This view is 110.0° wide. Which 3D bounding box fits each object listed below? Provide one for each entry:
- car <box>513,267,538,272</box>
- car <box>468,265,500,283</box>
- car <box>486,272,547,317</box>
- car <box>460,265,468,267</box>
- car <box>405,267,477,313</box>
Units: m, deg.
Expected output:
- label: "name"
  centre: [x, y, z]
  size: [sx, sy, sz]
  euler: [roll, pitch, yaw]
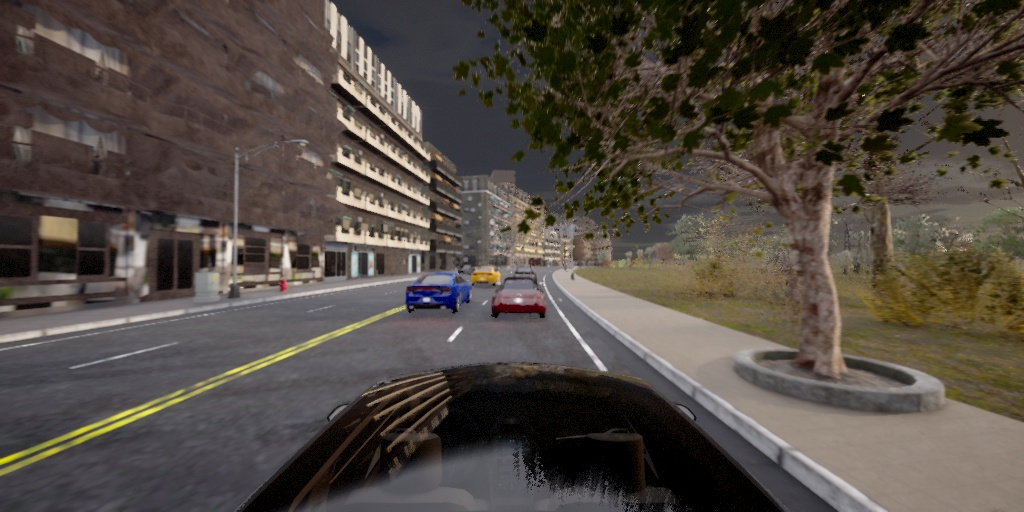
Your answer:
- label: "car"
  centre: [1.060, 1.625, 28.677]
  size: [2.128, 1.511, 4.902]
  euler: [0, -1, 5]
- label: "car"
  centre: [-2.089, 1.630, 30.047]
  size: [1.882, 1.535, 5.008]
  euler: [0, -1, 5]
- label: "car"
  centre: [0.305, 1.487, 14.083]
  size: [1.994, 1.385, 4.181]
  euler: [0, -1, 3]
- label: "car"
  centre: [-6.660, 2.004, 51.853]
  size: [1.837, 1.490, 4.892]
  euler: [0, 0, 6]
- label: "car"
  centre: [-2.902, 1.412, 15.112]
  size: [1.882, 1.535, 5.008]
  euler: [0, -1, 3]
